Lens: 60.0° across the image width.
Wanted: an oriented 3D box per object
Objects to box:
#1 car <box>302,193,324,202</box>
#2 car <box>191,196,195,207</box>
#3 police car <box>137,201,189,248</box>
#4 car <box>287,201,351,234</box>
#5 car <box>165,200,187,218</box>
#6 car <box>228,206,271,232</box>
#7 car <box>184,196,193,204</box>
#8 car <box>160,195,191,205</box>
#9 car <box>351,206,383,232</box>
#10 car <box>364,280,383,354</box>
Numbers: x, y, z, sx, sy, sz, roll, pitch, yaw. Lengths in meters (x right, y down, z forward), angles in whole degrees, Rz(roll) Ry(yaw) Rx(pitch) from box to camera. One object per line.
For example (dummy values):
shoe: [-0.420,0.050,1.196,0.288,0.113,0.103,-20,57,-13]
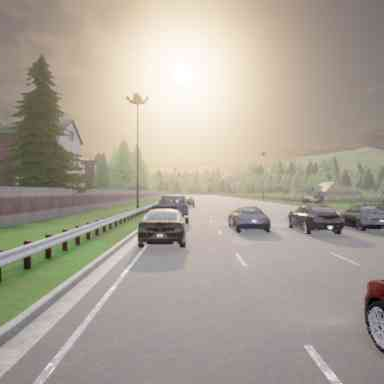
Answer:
car: [22.258,1.199,61.212,3.866,1.878,1.905,0,0,-1]
car: [-0.548,1.480,50.471,2.128,1.511,4.902,0,0,-1]
police car: [-1.223,1.422,14.961,1.930,1.638,5.238,0,0,-1]
car: [6.884,1.501,19.041,1.837,1.490,4.892,0,0,-1]
car: [-1.392,1.498,30.850,1.837,1.490,4.892,0,0,-1]
car: [3.373,1.559,20.134,1.994,1.385,4.181,0,0,-1]
car: [-0.708,1.490,65.480,1.837,1.490,4.892,0,0,-1]
car: [-1.328,1.218,24.880,2.150,2.045,5.566,0,0,-1]
car: [10.373,1.559,20.190,1.994,1.385,4.181,0,0,-1]
car: [3.554,1.477,3.045,1.882,1.535,5.008,0,0,0]
